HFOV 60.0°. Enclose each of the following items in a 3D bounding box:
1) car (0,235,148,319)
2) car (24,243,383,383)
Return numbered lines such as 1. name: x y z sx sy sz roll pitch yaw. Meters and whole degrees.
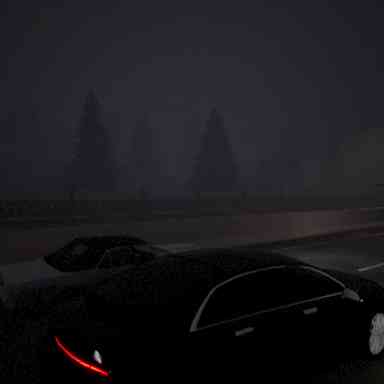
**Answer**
1. car: -1.380 1.591 7.059 4.718 1.301 1.895 0 0 -35
2. car: 0.741 1.495 4.274 4.892 1.490 1.837 0 0 -35
